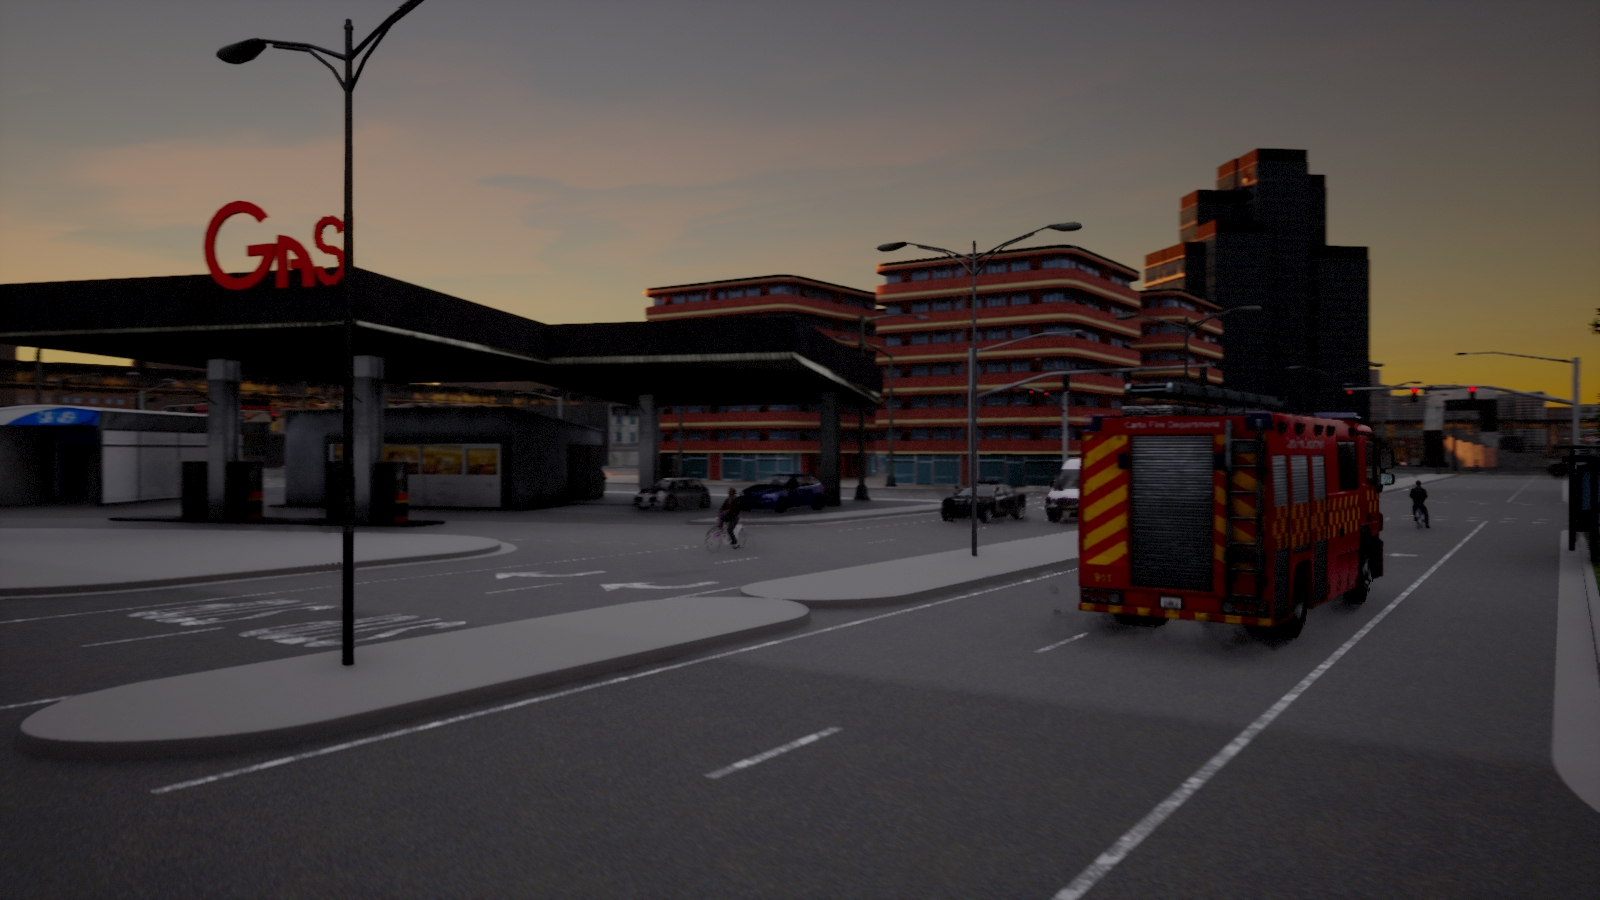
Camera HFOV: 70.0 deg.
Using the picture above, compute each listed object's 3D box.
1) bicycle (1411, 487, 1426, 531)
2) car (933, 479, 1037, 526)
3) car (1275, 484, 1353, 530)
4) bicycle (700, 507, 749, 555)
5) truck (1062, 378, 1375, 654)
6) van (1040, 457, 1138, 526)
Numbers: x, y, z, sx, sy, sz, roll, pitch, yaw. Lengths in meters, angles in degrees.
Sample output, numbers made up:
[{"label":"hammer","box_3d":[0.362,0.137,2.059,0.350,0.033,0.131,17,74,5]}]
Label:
[{"label":"bicycle","box_3d":[22.377,2.112,41.322,0.329,1.496,1.835,0,0,34]},{"label":"car","box_3d":[7.480,2.039,45.762,2.097,1.638,5.238,0,0,34]},{"label":"car","box_3d":[19.454,2.103,43.118,2.007,1.525,4.514,0,0,33]},{"label":"bicycle","box_3d":[-2.081,2.231,31.733,0.329,1.196,1.835,0,0,33]},{"label":"truck","box_3d":[7.719,0.919,20.138,2.891,3.827,8.468,0,0,37]},{"label":"van","box_3d":[11.777,1.595,46.276,1.988,2.561,5.915,0,0,34]}]
